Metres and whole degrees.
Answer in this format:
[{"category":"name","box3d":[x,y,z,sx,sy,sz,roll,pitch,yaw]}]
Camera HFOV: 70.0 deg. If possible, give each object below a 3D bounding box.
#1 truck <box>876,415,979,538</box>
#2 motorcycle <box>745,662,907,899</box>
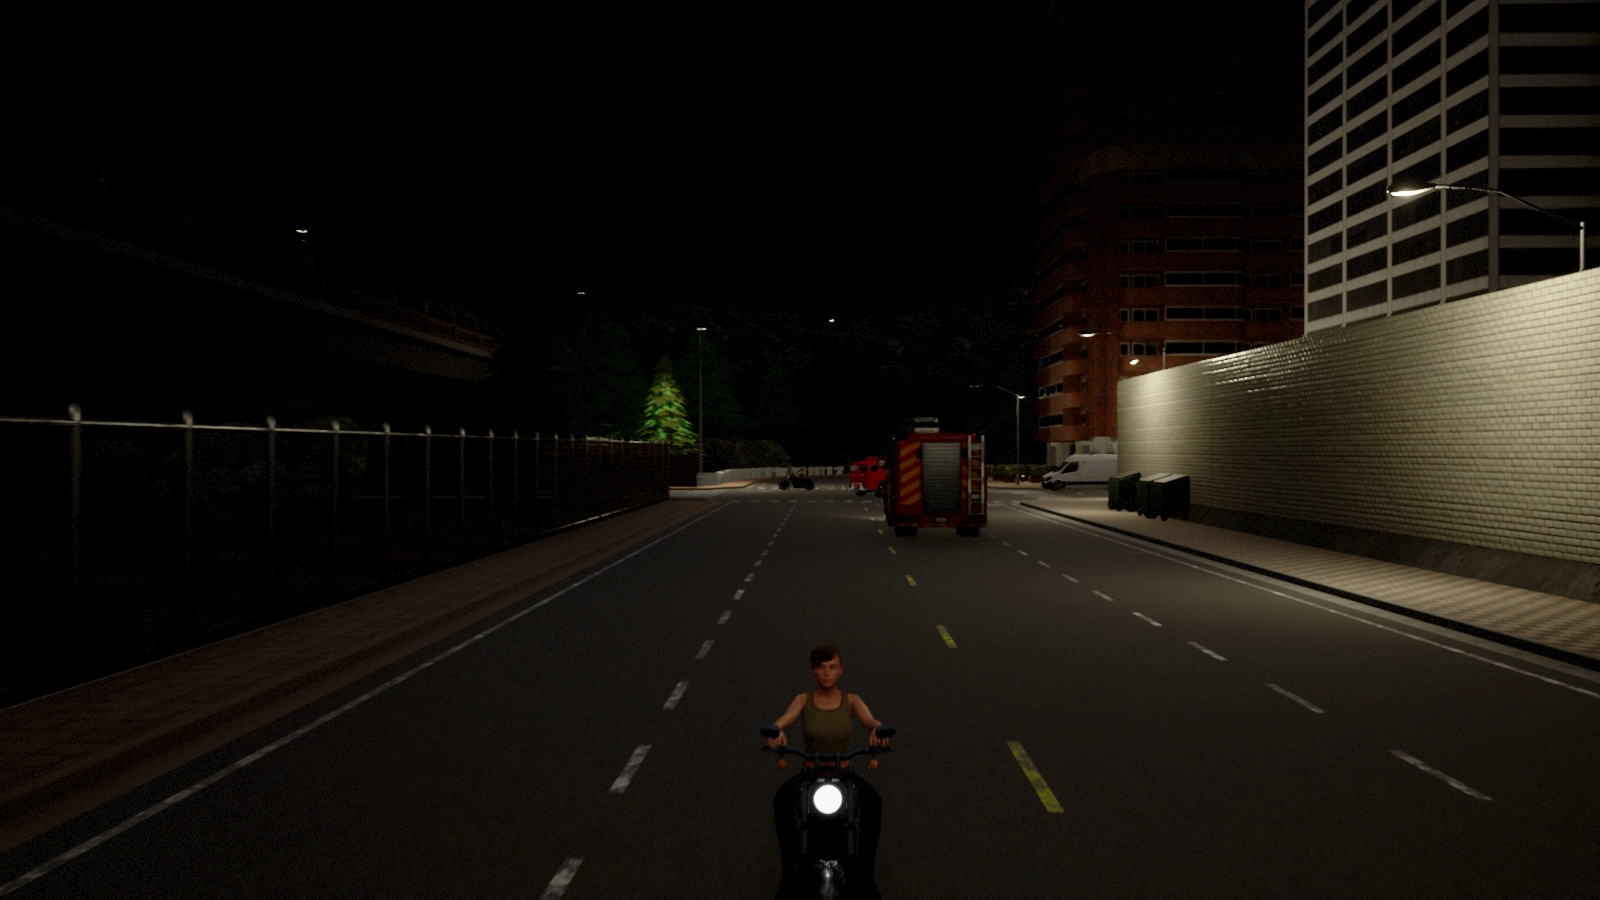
[{"category":"truck","box3d":[4.269,0.822,39.953,2.891,3.827,8.468,0,0,1]},{"category":"motorcycle","box3d":[0.149,2.096,6.572,0.764,1.307,2.356,0,0,1]}]
